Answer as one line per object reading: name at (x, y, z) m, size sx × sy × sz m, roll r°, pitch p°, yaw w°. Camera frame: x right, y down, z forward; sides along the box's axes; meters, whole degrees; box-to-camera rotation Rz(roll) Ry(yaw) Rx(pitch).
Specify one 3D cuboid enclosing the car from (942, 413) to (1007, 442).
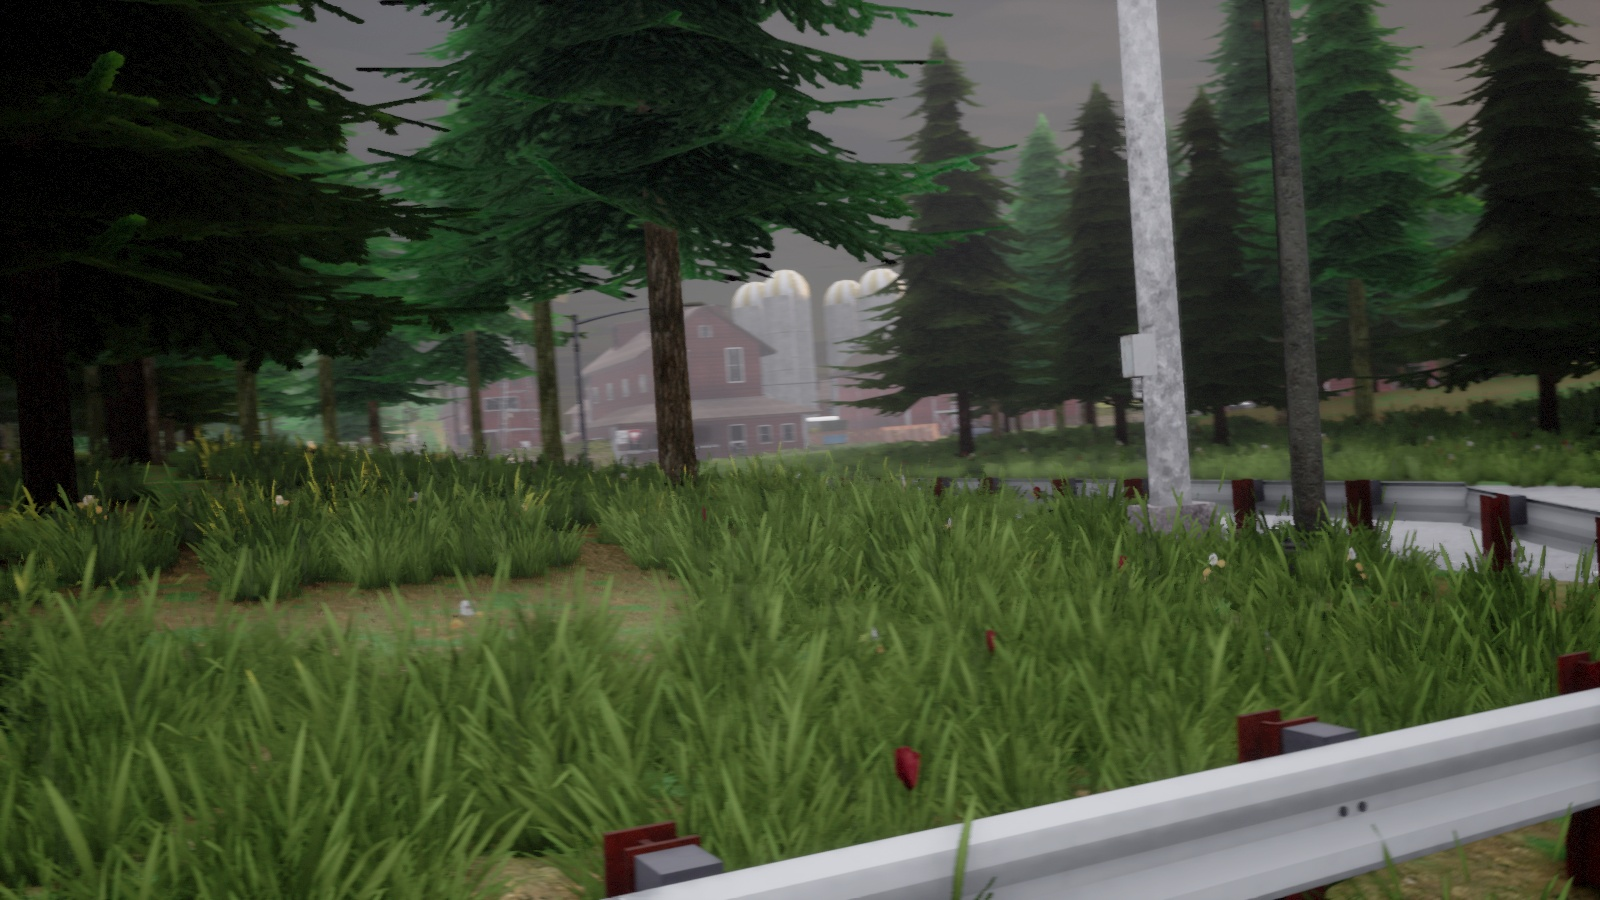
car at (12.175, -1.588, 87.525) m, size 3.988 × 1.617 × 1.851 m, roll -6°, pitch 1°, yaw -22°
